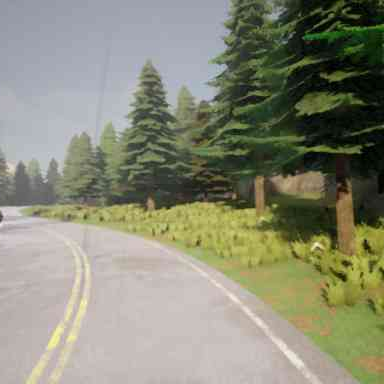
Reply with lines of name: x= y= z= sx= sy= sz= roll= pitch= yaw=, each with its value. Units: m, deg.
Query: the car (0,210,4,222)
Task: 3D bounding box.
car: x=-15.502 y=1.467 z=24.651 sx=1.994 sy=1.385 sz=4.181 roll=3 pitch=-2 yaw=-44
